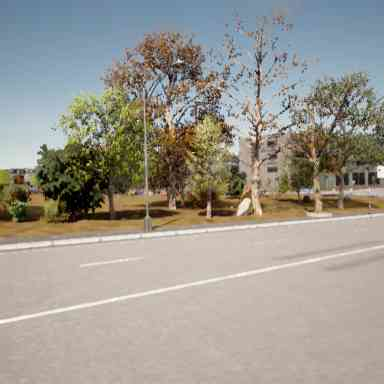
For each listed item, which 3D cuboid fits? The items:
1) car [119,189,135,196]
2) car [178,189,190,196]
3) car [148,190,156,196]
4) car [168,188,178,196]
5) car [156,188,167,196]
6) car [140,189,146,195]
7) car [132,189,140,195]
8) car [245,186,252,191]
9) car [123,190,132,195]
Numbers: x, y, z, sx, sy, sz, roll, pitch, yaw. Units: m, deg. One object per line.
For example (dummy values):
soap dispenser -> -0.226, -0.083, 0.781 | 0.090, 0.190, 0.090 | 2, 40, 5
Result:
car -> -17.277, 0.021, 88.728 | 2.097, 1.535, 5.008 | 0, 3, 19
car -> -0.906, 0.063, 75.902 | 2.185, 1.767, 4.553 | -1, 2, 17
car -> -7.983, 0.165, 81.326 | 2.231, 1.521, 4.892 | -1, 2, 18
car -> -3.278, 0.223, 77.657 | 2.163, 1.488, 4.792 | -1, 2, 17
car -> -5.639, -0.067, 79.465 | 2.435, 2.045, 5.566 | 0, 2, 18
car -> -10.310, 0.133, 83.170 | 2.097, 1.535, 5.008 | 0, 3, 18
car -> -12.661, -0.027, 84.979 | 2.185, 1.767, 4.553 | -1, 2, 18
car -> 10.985, -0.210, 66.944 | 2.435, 2.045, 5.566 | -1, 2, 16
car -> -15.025, 0.065, 86.685 | 1.946, 1.575, 5.366 | 0, 3, 19
